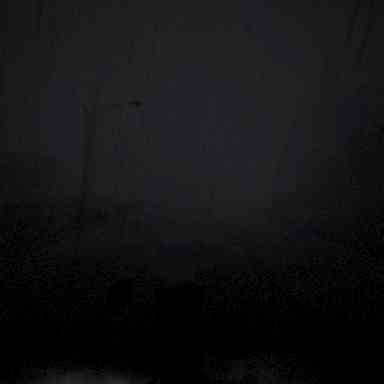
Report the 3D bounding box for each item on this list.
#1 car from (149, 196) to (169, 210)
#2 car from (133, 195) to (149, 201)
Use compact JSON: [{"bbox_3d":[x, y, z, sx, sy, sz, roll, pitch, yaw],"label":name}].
[{"bbox_3d":[-4.095,1.520,43.426,1.812,1.442,4.674,0,0,0],"label":"car"},{"bbox_3d":[-10.331,1.447,73.712,5.357,1.415,2.033,0,0,-40],"label":"car"}]
